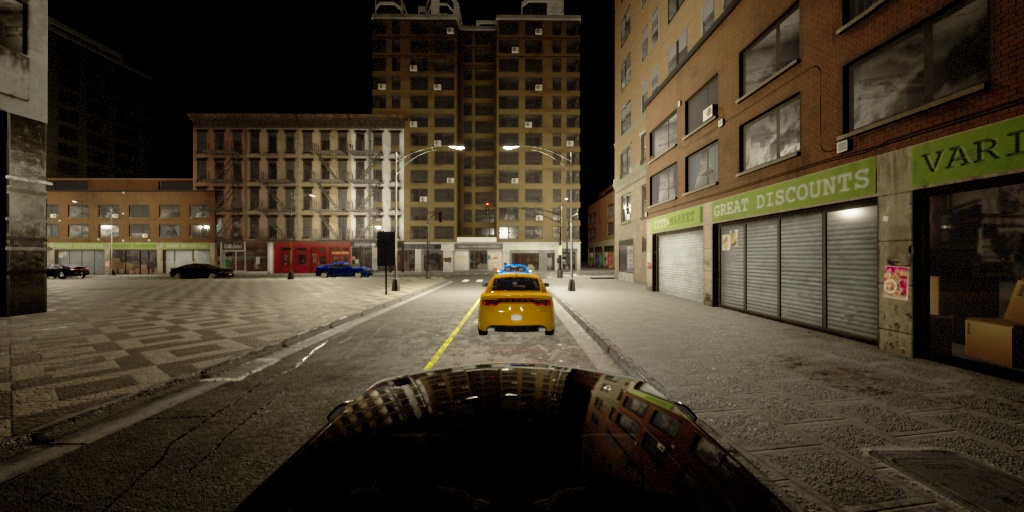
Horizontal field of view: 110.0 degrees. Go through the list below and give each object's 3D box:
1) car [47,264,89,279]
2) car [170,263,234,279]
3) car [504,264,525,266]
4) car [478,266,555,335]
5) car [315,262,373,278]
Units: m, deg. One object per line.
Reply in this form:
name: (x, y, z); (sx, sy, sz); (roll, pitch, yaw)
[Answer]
car: (-45.587, 1.546, 35.994); (4.902, 1.511, 2.128); (0, 0, 0)
car: (-28.446, 1.420, 33.023); (5.008, 1.535, 1.882); (0, 0, -1)
car: (0.142, 1.222, 20.678); (1.882, 1.535, 5.008); (0, 0, 0)
car: (0.116, 1.227, 10.493); (1.882, 1.535, 5.008); (0, 0, 0)
car: (-15.455, 1.329, 33.168); (5.008, 1.535, 1.882); (0, 0, 0)
